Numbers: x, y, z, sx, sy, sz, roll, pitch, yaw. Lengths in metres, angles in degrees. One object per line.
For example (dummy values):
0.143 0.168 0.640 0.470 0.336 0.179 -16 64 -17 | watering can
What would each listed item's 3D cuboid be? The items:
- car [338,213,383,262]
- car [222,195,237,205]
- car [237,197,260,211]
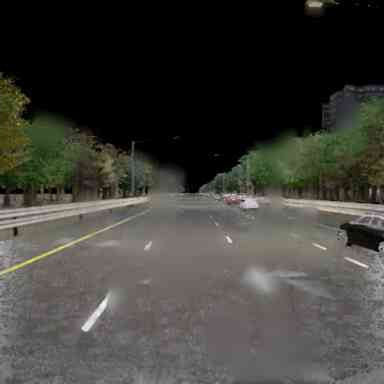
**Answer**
6.996 1.492 11.939 2.128 1.511 4.902 0 0 0 | car
7.048 1.389 58.367 2.097 1.767 4.553 0 0 0 | car
7.005 1.551 40.769 1.812 1.442 4.674 0 0 0 | car
